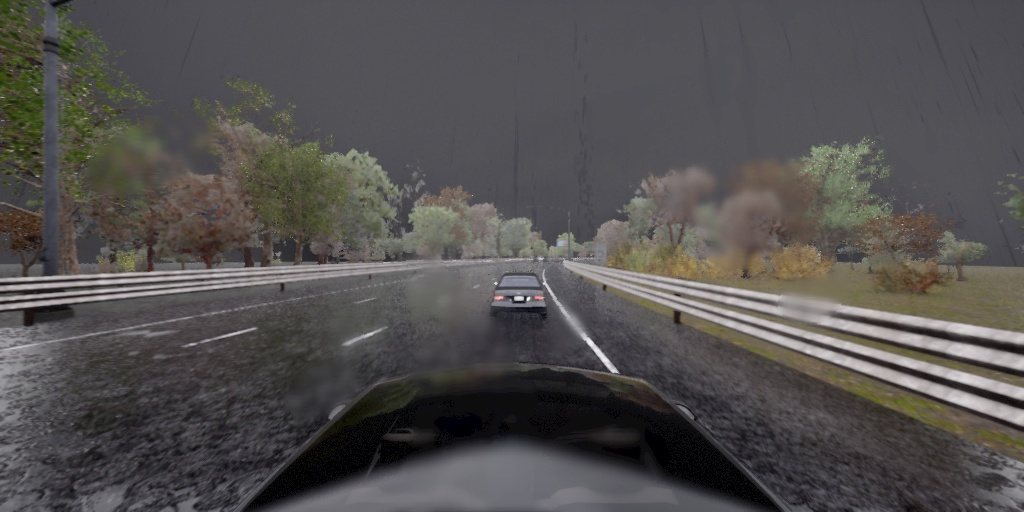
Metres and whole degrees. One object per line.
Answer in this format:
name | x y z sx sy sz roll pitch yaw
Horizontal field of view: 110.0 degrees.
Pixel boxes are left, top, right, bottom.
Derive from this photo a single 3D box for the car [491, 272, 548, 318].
car | 0.287 1.298 13.066 2.033 1.411 5.357 0 0 2
